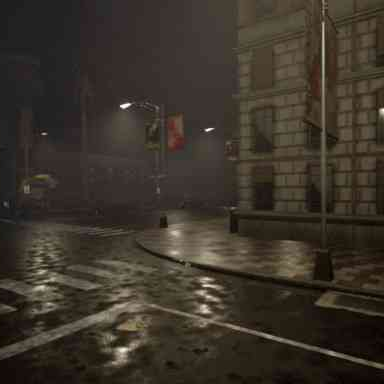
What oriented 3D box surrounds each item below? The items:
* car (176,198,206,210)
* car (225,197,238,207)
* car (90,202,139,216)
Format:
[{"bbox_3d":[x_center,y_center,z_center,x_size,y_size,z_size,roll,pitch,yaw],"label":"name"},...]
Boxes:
[{"bbox_3d":[-0.065,1.492,42.435,2.128,1.511,4.902,0,0,37],"label":"car"},{"bbox_3d":[7.075,1.525,50.995,4.674,1.442,1.812,0,0,-45],"label":"car"},{"bbox_3d":[-7.500,1.601,32.362,1.895,1.301,4.718,0,0,36],"label":"car"}]
